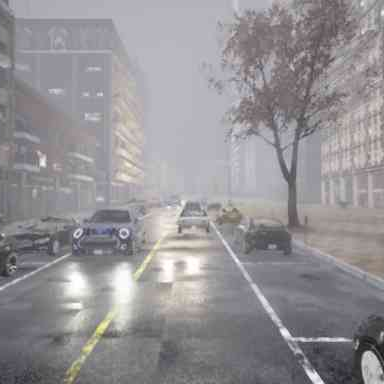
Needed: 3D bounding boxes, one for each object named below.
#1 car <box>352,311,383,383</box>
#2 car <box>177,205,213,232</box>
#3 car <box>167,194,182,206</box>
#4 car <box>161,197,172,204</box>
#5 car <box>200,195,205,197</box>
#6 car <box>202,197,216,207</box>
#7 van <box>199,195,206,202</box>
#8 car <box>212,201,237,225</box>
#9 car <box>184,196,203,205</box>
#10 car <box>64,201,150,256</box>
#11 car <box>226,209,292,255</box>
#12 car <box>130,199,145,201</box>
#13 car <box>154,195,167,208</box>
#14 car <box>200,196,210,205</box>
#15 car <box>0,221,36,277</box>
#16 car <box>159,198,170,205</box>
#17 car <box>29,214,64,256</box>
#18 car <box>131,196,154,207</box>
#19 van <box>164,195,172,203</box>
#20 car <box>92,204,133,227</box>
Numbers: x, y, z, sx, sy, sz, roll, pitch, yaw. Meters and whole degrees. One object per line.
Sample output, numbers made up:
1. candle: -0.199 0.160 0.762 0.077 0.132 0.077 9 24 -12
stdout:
1. car: 2.700 1.560 2.151 2.008 1.369 4.403 1 0 0
2. car: 0.094 1.684 20.720 1.895 1.301 4.718 0 0 0
3. car: -3.027 1.448 58.705 2.150 2.045 5.566 0 0 0
4. car: -5.712 1.862 74.553 2.008 1.369 4.403 1 0 0
5. car: 2.677 1.680 57.847 1.967 1.590 4.097 1 0 0
6. car: 2.683 1.719 41.139 2.008 1.369 4.403 1 0 0
7. van: 2.667 1.703 85.697 1.690 1.788 3.998 1 0 0
8. car: 2.691 1.625 24.600 1.752 1.417 4.829 1 0 0
9. car: 0.082 1.646 41.281 1.882 1.535 5.008 0 0 0
10. car: -3.106 1.403 13.250 2.097 1.767 4.553 0 0 0
11. car: 2.695 1.604 13.290 2.008 1.369 4.403 1 0 0
12. car: -5.692 1.645 29.827 1.752 1.417 4.829 1 0 0
13. car: -5.698 1.530 52.275 2.192 1.841 5.009 1 0 0
14. car: 2.673 1.728 68.987 1.967 1.590 4.097 1 0 0
15. car: -5.682 1.596 7.718 1.947 1.339 4.313 1 0 0
16. car: -5.709 1.852 68.984 1.947 1.339 4.313 1 0 0
17. car: -5.685 1.603 13.288 2.008 1.369 4.403 1 0 0
18. car: -5.690 1.459 35.568 2.192 1.841 5.009 1 0 0
19. van: -5.711 1.677 80.124 1.690 1.788 3.998 1 0 0
20. car: -5.690 1.664 24.427 1.947 1.339 4.313 1 0 0
